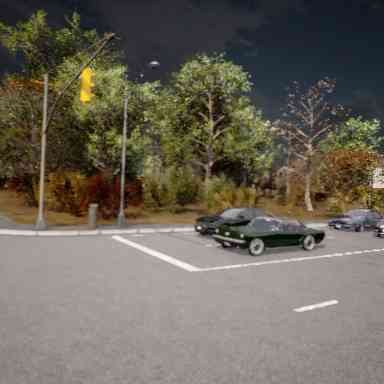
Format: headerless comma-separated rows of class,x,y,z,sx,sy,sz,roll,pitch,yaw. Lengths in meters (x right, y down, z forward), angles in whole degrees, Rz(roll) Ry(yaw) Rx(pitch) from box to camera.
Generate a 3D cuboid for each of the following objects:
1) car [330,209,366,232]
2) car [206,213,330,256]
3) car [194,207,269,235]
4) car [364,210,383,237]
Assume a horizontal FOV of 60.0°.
car,11.808,1.935,23.092,5.357,1.411,2.033,2,0,-32
car,3.155,1.681,13.472,4.718,1.301,1.895,2,0,-33
car,2.454,1.516,17.183,5.008,1.535,1.882,2,0,-32
car,12.696,1.933,19.516,4.902,1.511,2.128,2,0,-32
